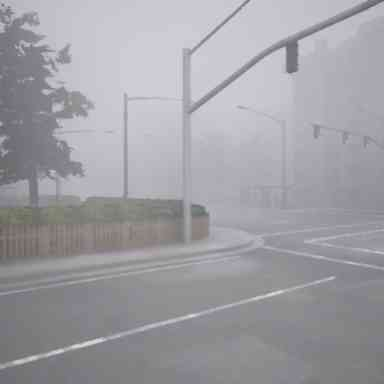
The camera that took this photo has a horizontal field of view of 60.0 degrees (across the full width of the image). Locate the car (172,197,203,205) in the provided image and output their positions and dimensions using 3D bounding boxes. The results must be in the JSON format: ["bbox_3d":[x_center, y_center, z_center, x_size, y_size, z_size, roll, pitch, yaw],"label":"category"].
[{"bbox_3d":[-0.648,1.315,33.366,2.097,1.767,4.553,0,0,-35],"label":"car"}]
